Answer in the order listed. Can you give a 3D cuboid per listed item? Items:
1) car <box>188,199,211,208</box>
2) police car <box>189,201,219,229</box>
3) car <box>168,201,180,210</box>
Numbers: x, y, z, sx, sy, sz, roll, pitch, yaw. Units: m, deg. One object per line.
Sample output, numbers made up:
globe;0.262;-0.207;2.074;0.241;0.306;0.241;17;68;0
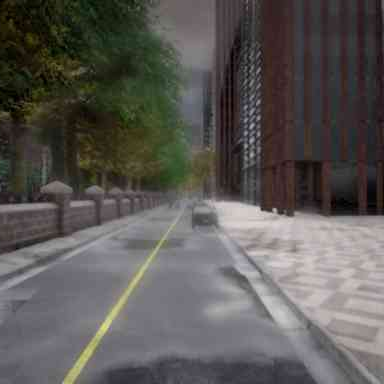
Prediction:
car;0.902;1.881;40.462;2.097;1.767;4.553;0;-1;0
police car;0.902;1.756;24.603;1.930;1.638;5.238;0;-1;0
car;-3.053;2.232;57.434;2.128;1.511;4.902;0;-1;0
